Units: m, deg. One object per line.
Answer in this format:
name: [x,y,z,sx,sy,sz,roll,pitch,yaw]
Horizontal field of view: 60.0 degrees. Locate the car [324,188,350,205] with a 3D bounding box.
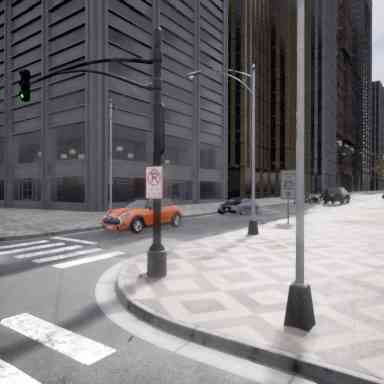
car: [17.859,0.475,40.860,2.150,2.045,5.566,0,1,36]

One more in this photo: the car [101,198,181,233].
car: [-2.617,1.094,17.880,2.097,1.767,4.553,0,1,37]

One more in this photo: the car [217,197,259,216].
car: [3.766,1.122,26.713,1.994,1.385,4.181,0,1,36]

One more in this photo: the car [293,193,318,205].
car: [14.030,0.841,40.952,1.994,1.385,4.181,0,1,36]
